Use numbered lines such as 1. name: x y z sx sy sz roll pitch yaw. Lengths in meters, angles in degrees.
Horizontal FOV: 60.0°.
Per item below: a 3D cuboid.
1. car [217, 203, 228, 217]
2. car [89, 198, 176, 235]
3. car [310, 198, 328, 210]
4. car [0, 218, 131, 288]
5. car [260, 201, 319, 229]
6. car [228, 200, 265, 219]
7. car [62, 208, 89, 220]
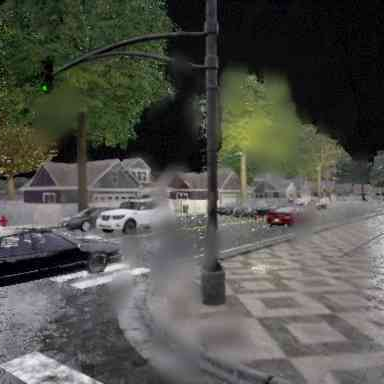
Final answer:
1. car: 4.124 1.844 35.609 2.033 1.411 5.357 -1 0 38
2. car: -3.316 1.442 20.967 2.150 2.045 5.566 -1 -1 37
3. car: 17.682 1.711 47.403 2.097 1.767 4.553 -1 -1 38
4. car: -4.426 1.684 8.856 2.033 1.411 5.357 -1 -1 38
5. car: 6.973 1.675 23.317 1.882 1.535 5.008 -1 -1 38
6. car: 5.865 1.619 32.565 2.097 1.767 4.553 -1 -1 38
7. car: -6.340 1.747 22.339 1.837 1.490 4.892 -1 0 38
